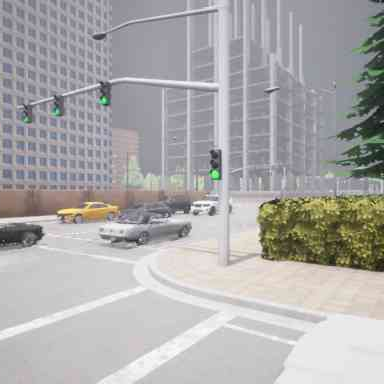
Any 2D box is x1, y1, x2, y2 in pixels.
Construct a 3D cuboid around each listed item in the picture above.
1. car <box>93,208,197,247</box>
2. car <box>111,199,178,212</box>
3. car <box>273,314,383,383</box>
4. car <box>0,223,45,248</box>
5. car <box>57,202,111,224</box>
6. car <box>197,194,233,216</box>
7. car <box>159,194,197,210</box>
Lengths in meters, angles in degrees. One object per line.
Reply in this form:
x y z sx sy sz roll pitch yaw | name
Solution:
-1.999 1.657 15.635 1.895 1.301 4.718 0 0 35 | car
-3.561 1.560 25.850 1.837 1.490 4.892 0 0 35 | car
2.861 1.601 1.926 4.718 1.301 1.895 0 0 36 | car
-8.267 1.634 12.865 1.895 1.301 4.718 0 0 35 | car
-7.950 1.533 25.723 1.882 1.535 5.008 0 0 35 | car
2.165 1.277 33.860 2.150 2.045 5.566 0 0 36 | car
-2.180 1.277 33.812 2.150 2.045 5.566 0 0 35 | car
